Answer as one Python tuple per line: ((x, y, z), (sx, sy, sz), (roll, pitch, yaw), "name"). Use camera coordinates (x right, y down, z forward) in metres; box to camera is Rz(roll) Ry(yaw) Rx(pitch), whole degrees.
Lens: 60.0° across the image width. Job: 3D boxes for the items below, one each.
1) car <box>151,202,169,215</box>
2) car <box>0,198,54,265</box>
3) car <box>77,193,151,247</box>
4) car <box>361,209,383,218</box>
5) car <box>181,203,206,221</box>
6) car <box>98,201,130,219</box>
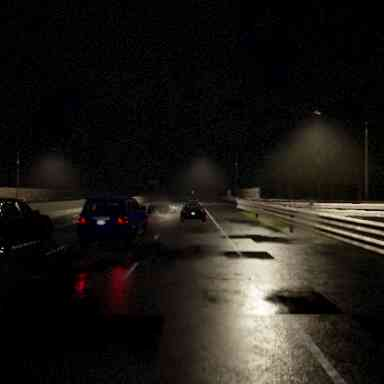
((-3.408, 1.647, 34.798), (1.895, 1.301, 4.718), (0, 0, 0), "car")
((-6.903, 1.225, 11.654), (2.150, 2.045, 5.566), (0, 0, 0), "car")
((-3.404, 1.228, 15.117), (2.150, 2.045, 5.566), (0, 0, 0), "car")
((17.098, 1.662, 28.830), (1.895, 1.301, 4.718), (0, -1, -21), "car")
((0.093, 1.591, 27.164), (1.994, 1.385, 4.181), (0, 0, 0), "car")
((-6.907, 1.559, 29.959), (1.812, 1.442, 4.674), (0, 0, 0), "car")
